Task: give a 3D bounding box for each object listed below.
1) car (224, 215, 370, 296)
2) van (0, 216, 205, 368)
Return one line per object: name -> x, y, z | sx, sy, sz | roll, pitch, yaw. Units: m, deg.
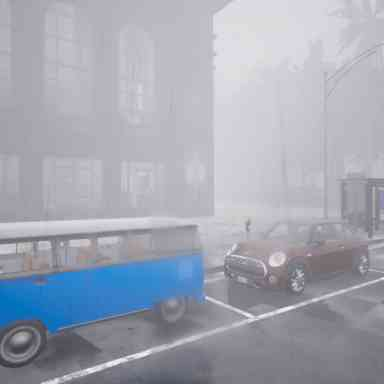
car -> 2.751, 1.439, 8.605 | 4.097, 1.590, 1.967 | 0, 0, -35
van -> -1.670, 1.341, 5.459 | 3.998, 1.788, 1.690 | 0, 0, -35
